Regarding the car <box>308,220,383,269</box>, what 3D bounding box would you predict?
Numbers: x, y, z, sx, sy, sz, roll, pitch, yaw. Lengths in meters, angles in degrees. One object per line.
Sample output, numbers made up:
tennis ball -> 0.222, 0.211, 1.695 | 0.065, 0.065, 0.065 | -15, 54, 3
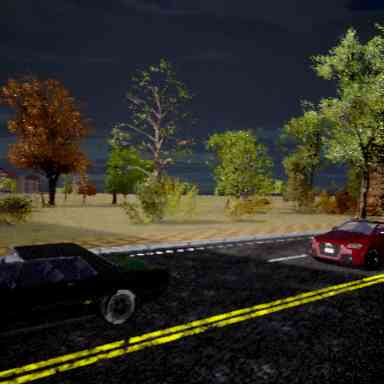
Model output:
car -> 6.038, 1.704, 11.681 | 4.181, 1.385, 1.994 | 1, 0, -33

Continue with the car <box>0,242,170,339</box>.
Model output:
car -> -2.827, 1.596, 5.609 | 4.718, 1.301, 1.895 | 1, 0, -35
